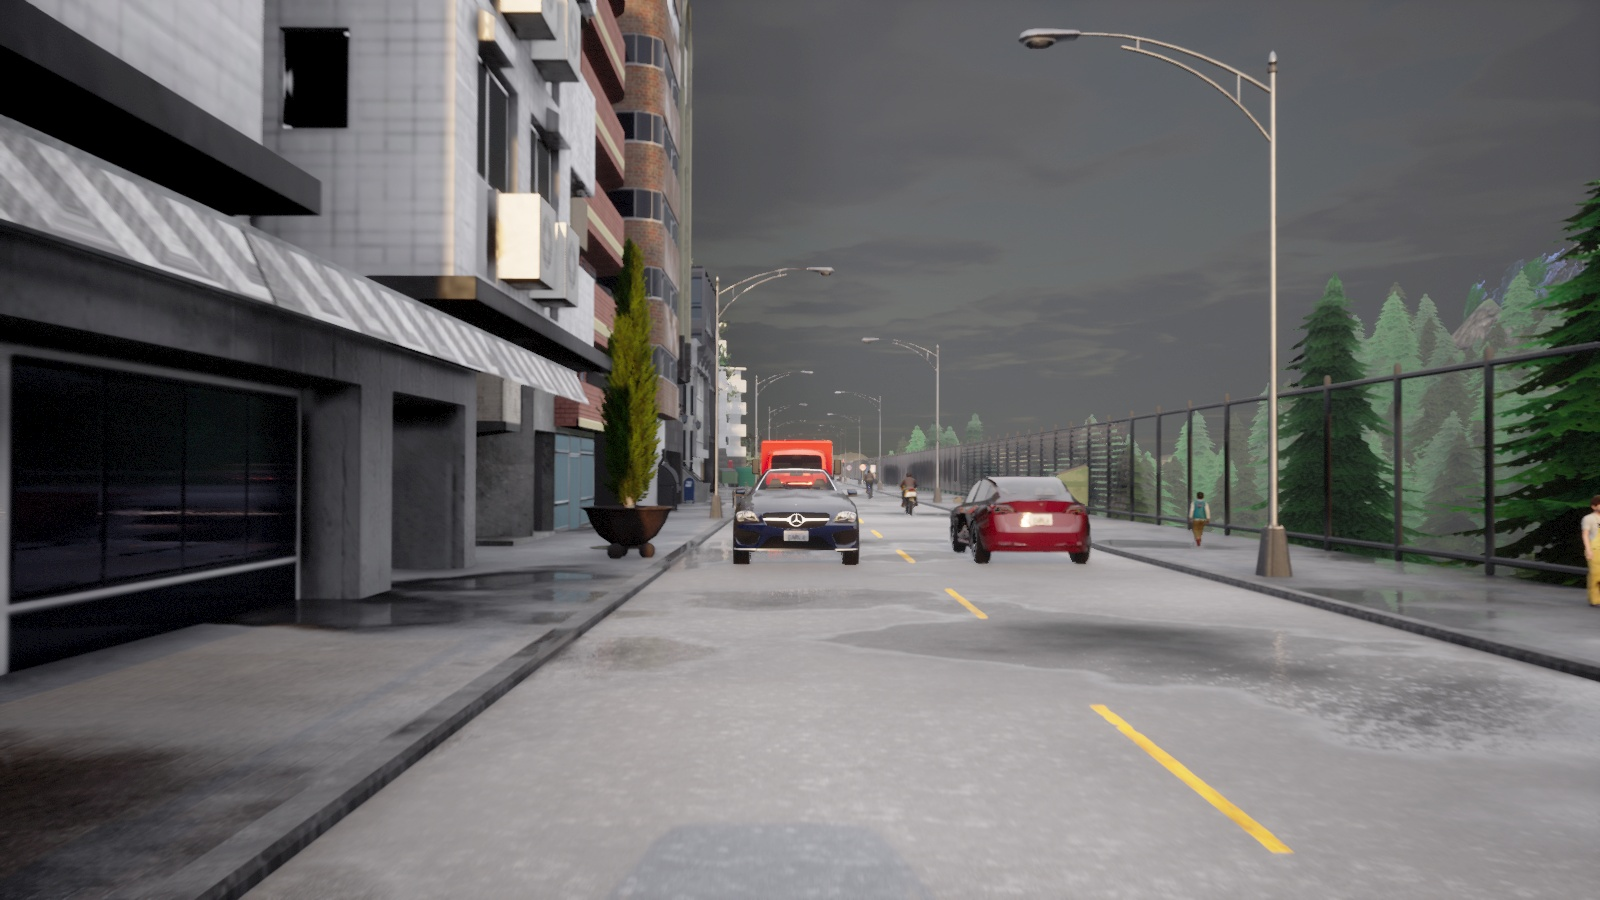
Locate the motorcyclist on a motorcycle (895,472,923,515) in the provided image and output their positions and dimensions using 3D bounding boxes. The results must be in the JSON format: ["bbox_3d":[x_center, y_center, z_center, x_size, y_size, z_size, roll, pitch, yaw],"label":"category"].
[{"bbox_3d":[3.884,1.532,44.833,0.797,1.523,2.044,0,-1,0],"label":"motorcyclist on a motorcycle"}]

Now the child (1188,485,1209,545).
[{"bbox_3d":[7.985,1.294,25.174,0.343,1.192,0.448,0,-1,12],"label":"child"}]

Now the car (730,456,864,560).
[{"bbox_3d":[-0.060,0.974,22.709,2.152,1.651,5.027,0,-1,0],"label":"car"}]

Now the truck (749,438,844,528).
[{"bbox_3d":[-0.098,0.953,37.312,2.627,2.467,5.204,0,-1,0],"label":"truck"}]

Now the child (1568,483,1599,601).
[{"bbox_3d":[8.756,1.001,13.836,0.270,1.263,0.437,0,-1,-7],"label":"child"}]

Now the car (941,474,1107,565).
[{"bbox_3d":[3.939,1.183,22.983,2.163,1.488,4.792,0,-1,0],"label":"car"}]
